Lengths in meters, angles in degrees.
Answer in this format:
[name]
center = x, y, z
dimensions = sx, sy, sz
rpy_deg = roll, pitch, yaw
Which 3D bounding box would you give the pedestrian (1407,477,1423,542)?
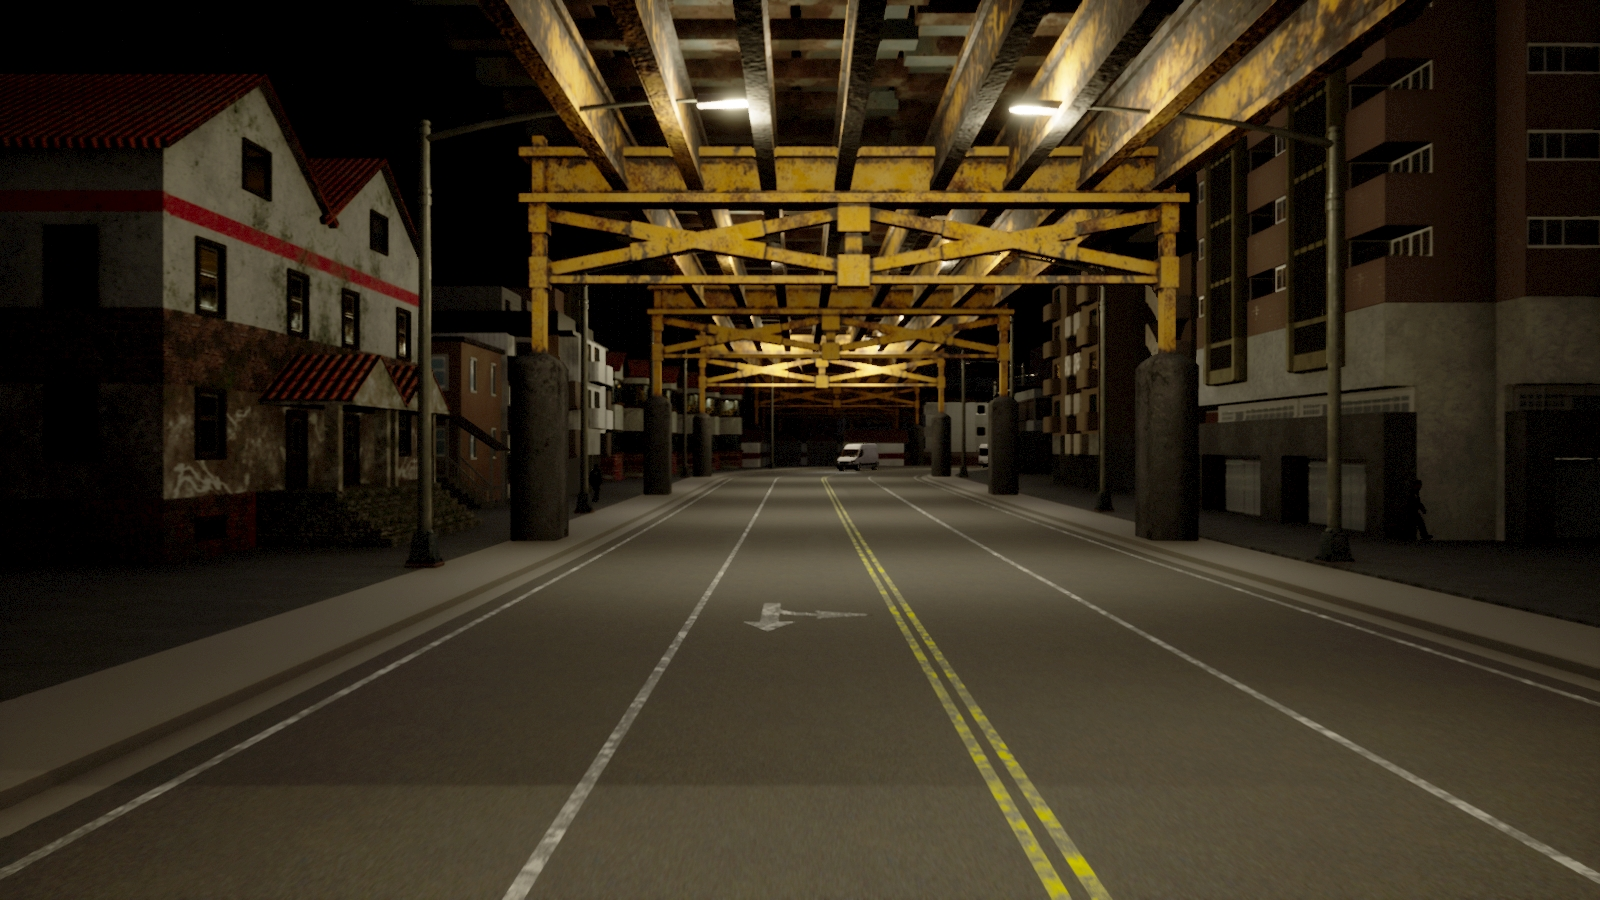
[pedestrian]
center = 17.857, 1.731, 33.170
dimensions = 0.375, 1.860, 0.375
rpy_deg = 0, 0, 23
